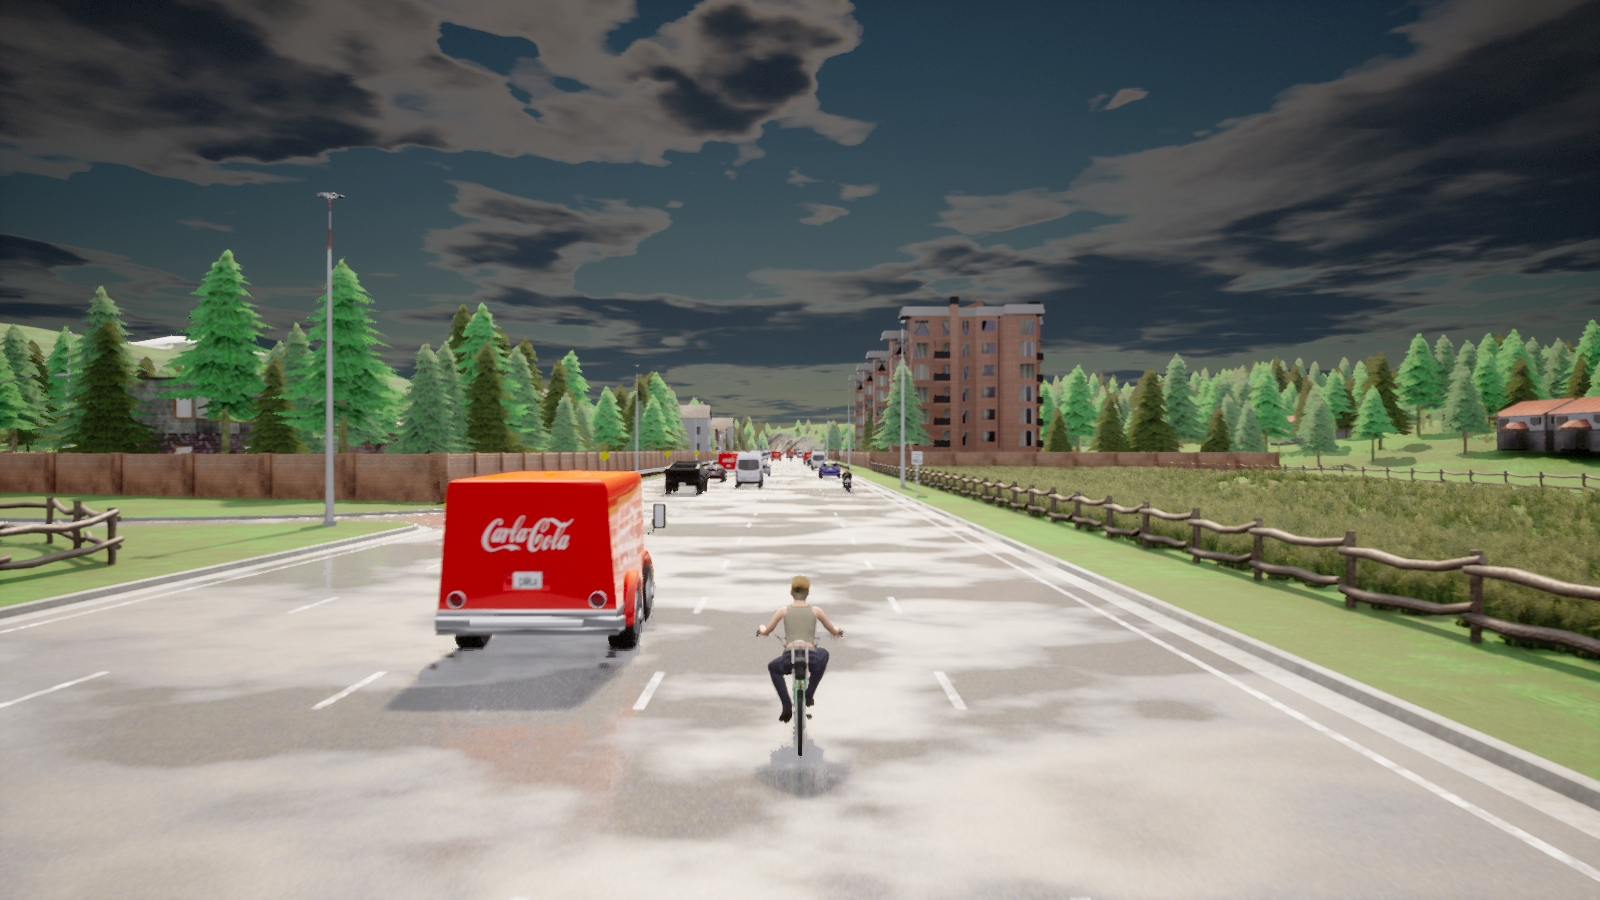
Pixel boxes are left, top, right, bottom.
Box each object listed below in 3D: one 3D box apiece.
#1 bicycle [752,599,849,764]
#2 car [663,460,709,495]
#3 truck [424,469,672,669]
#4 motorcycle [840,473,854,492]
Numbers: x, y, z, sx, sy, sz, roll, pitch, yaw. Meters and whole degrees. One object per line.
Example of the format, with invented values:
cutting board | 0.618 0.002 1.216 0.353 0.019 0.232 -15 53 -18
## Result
bicycle | 0.000 2.157 10.926 0.859 1.276 1.487 0 0 0
car | -7.307 1.746 73.807 2.390 2.098 6.274 0 0 0
truck | -3.530 1.568 17.287 2.627 2.467 5.204 0 0 0
motorcycle | 3.174 2.197 76.966 0.867 1.251 2.209 0 0 0
